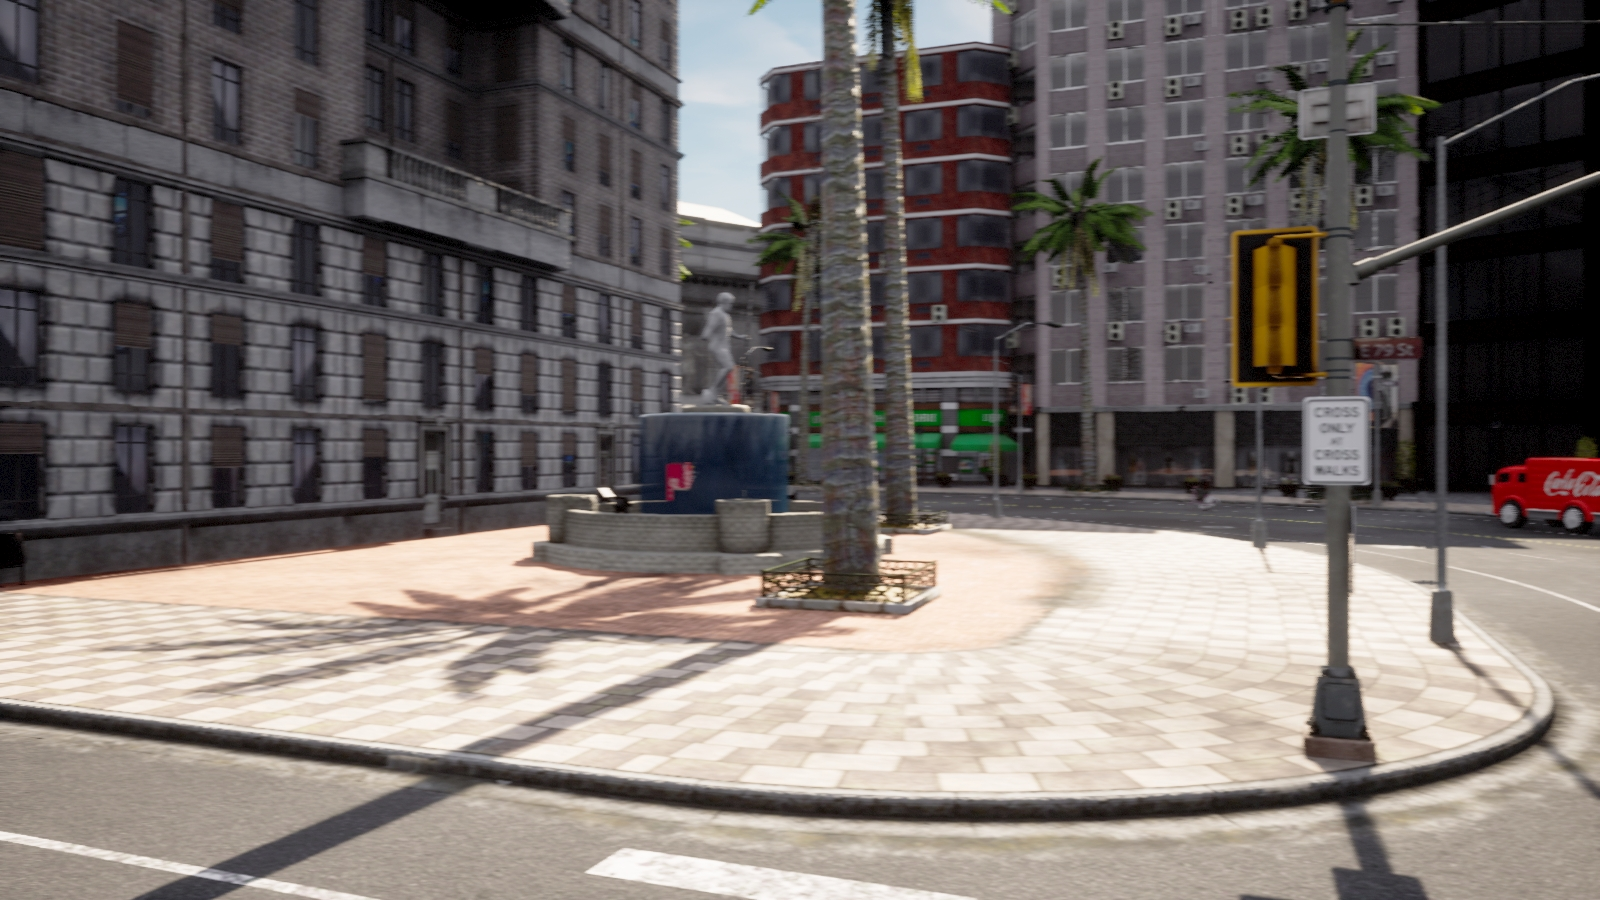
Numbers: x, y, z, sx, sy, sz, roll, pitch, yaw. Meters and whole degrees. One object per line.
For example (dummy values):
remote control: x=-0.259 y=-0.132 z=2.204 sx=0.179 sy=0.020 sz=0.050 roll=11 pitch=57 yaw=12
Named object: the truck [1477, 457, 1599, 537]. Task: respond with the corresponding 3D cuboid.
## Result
truck: x=25.968 y=1.492 z=38.431 sx=2.627 sy=2.467 sz=5.204 roll=0 pitch=0 yaw=-13
